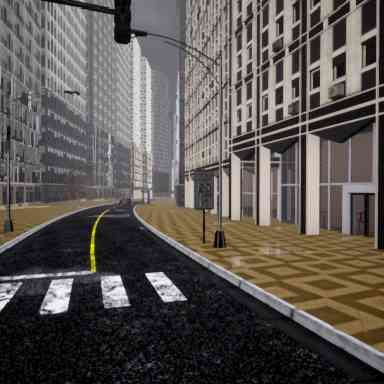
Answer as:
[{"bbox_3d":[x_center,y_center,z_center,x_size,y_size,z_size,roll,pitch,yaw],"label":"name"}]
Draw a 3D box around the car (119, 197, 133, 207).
[{"bbox_3d":[-11.020,1.623,55.778,1.882,1.535,5.008,0,0,-5],"label":"car"}]
